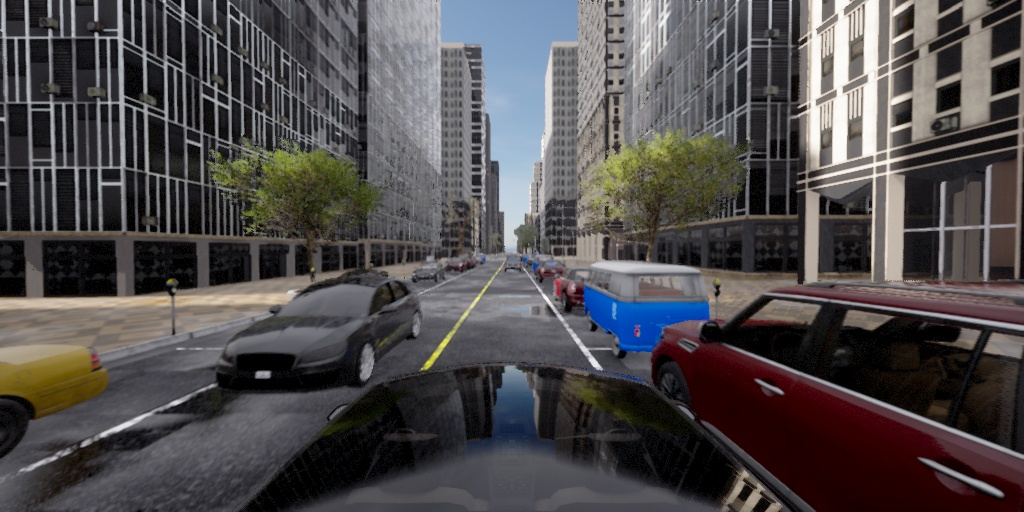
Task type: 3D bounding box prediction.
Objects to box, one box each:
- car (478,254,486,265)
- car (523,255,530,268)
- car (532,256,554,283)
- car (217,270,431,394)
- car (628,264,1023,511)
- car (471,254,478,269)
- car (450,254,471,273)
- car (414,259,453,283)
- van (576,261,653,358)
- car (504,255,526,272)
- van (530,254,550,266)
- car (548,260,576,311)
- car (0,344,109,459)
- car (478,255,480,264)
[{"bbox_3d":[-5.692,0.766,59.159,1.802,1.307,4.207,0,0,0],"label":"car"},{"bbox_3d":[2.690,0.848,47.791,2.007,1.370,4.403,0,0,0],"label":"car"},{"bbox_3d":[2.689,0.961,25.058,1.967,1.591,4.097,0,0,0],"label":"car"},{"bbox_3d":[-3.098,1.204,6.889,1.837,1.490,4.892,0,1,0],"label":"car"},{"bbox_3d":[2.690,1.059,2.325,2.192,1.841,5.009,0,0,0],"label":"car"},{"bbox_3d":[-5.691,0.668,42.108,2.192,1.841,5.009,0,0,0],"label":"car"},{"bbox_3d":[-5.691,0.849,36.424,1.967,1.591,4.097,0,0,0],"label":"car"},{"bbox_3d":[-5.691,1.072,25.058,2.007,1.370,4.403,0,0,0],"label":"car"},{"bbox_3d":[2.690,1.029,8.007,1.690,1.789,3.998,0,0,0],"label":"van"},{"bbox_3d":[0.099,0.941,38.046,2.033,1.411,5.357,0,1,0],"label":"car"},{"bbox_3d":[2.689,0.806,30.741,1.690,1.789,3.998,0,0,0],"label":"van"},{"bbox_3d":[2.690,1.073,13.691,1.967,1.591,4.097,0,0,0],"label":"car"},{"bbox_3d":[-5.691,1.269,2.154,1.751,1.417,4.829,0,0,0],"label":"car"},{"bbox_3d":[-5.692,0.879,47.791,1.802,1.307,4.207,0,0,0],"label":"car"}]
